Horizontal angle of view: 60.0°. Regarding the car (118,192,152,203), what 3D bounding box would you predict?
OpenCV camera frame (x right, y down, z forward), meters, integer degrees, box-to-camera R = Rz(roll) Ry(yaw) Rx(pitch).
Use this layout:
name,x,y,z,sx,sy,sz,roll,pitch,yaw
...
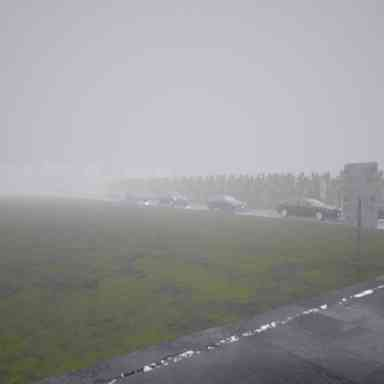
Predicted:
name,x,y,z,sx,sy,sz,roll,pitch,yaw
car,-8.374,0.767,48.634,2.033,1.411,5.357,1,1,-35

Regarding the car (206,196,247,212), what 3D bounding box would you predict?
name,x,y,z,sx,sy,sz,roll,pitch,yaw
car,3.285,1.095,32.366,1.812,1.442,4.674,1,1,-36

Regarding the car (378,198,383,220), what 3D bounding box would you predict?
name,x,y,z,sx,sy,sz,roll,pitch,yaw
car,13.343,1.180,23.425,2.097,1.767,4.553,1,1,-36

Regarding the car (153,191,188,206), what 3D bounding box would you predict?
name,x,y,z,sx,sy,sz,roll,pitch,yaw
car,-2.400,0.750,40.277,2.097,1.767,4.553,1,1,-36

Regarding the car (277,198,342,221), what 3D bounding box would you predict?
name,x,y,z,sx,sy,sz,roll,pitch,yaw
car,8.646,1.211,24.834,1.882,1.535,5.008,1,1,-34

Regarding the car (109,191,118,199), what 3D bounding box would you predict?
name,x,y,z,sx,sy,sz,roll,pitch,yaw
car,-13.615,0.585,60.738,1.994,1.385,4.181,1,1,-36
